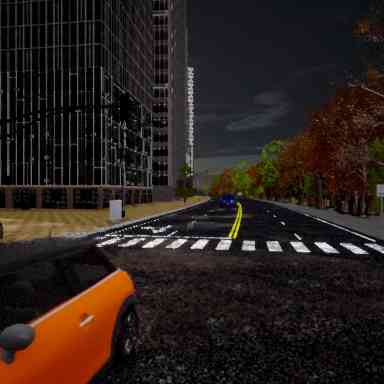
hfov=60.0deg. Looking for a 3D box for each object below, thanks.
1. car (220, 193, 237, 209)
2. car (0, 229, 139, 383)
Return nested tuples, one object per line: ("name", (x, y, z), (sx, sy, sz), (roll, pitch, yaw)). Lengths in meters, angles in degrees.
("car", (5.156, 1.226, 47.035), (2.150, 2.045, 5.566), (0, 0, 8))
("car", (-2.140, 1.370, 3.012), (2.097, 1.767, 4.553), (-1, 0, 11))
